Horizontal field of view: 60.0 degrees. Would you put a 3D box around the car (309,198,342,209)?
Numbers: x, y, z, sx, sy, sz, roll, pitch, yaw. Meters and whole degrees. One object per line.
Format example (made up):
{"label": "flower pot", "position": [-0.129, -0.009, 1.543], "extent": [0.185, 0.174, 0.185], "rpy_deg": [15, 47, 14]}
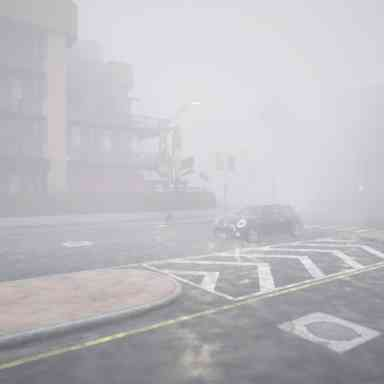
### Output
{"label": "car", "position": [17.772, 1.491, 44.949], "extent": [2.128, 1.511, 4.902], "rpy_deg": [0, 0, -35]}

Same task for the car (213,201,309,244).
{"label": "car", "position": [3.213, 1.352, 16.041], "extent": [4.553, 1.767, 2.097], "rpy_deg": [0, 0, -35]}

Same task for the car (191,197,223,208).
{"label": "car", "position": [2.165, 1.491, 48.636], "extent": [2.128, 1.511, 4.902], "rpy_deg": [0, 0, -35]}
